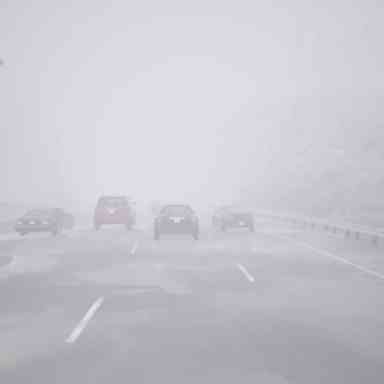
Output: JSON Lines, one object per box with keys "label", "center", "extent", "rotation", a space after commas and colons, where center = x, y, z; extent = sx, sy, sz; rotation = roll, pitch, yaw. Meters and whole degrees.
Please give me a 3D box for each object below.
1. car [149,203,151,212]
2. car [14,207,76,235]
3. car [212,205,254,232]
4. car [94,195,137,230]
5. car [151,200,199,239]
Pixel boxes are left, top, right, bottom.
{"label": "car", "center": [-3.530, 1.555, 35.694], "extent": [1.895, 1.301, 4.718], "rotation": [0, 0, -11]}
{"label": "car", "center": [-7.993, 1.536, 18.579], "extent": [2.033, 1.411, 5.357], "rotation": [0, 0, -6]}
{"label": "car", "center": [2.384, 1.492, 19.901], "extent": [1.812, 1.442, 4.674], "rotation": [0, 0, -6]}
{"label": "car", "center": [-4.784, 1.200, 21.120], "extent": [2.150, 2.045, 5.566], "rotation": [0, 0, -7]}
{"label": "car", "center": [-0.887, 1.328, 17.276], "extent": [2.097, 1.767, 4.553], "rotation": [0, 0, -5]}
